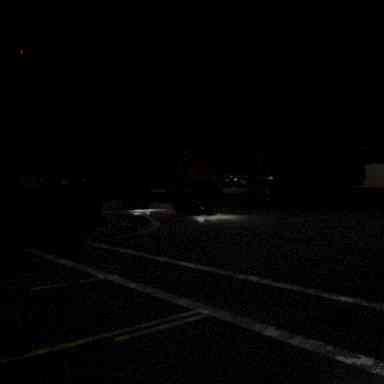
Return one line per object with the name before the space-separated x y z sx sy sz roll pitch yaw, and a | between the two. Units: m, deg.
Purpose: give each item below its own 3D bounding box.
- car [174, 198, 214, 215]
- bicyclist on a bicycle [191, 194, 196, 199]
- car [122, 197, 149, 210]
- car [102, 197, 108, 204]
car | 0.145 1.419 33.236 1.882 1.535 5.008 -1 0 -37
bicyclist on a bicycle | 0.176 1.082 50.609 1.656 1.620 0.582 0 0 -37
car | -7.399 1.453 43.279 1.837 1.490 4.892 -1 1 -37
car | -17.516 1.470 61.404 4.674 1.442 1.812 0 0 33
